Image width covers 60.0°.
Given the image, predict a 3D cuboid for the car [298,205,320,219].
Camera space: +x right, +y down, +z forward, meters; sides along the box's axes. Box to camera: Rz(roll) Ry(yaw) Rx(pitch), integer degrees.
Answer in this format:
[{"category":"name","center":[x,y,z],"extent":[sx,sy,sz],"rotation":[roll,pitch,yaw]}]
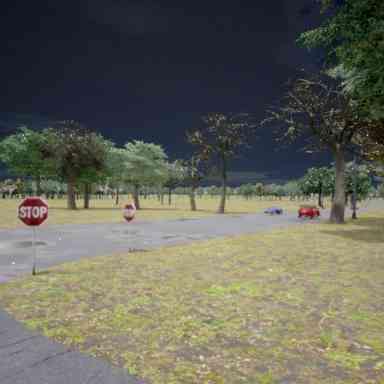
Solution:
[{"category":"car","center":[18.077,2.996,51.236],"extent":[2.150,2.045,5.566],"rotation":[1,-1,34]}]

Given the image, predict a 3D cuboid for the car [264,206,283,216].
[{"category":"car","center":[14.067,3.230,57.492],"extent":[1.882,1.535,5.008],"rotation":[1,-1,36]}]
